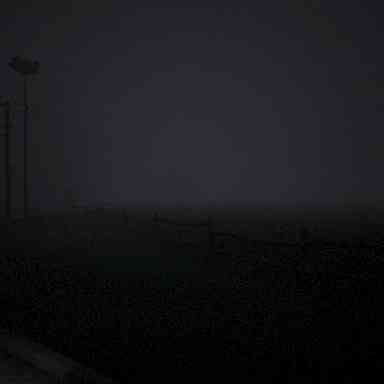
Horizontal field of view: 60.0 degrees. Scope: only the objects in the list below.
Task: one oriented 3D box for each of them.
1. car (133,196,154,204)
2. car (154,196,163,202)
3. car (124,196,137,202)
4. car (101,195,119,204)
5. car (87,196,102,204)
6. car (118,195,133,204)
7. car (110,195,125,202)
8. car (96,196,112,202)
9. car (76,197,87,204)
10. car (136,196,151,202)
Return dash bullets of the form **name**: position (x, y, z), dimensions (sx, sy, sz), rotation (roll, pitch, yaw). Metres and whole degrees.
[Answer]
- **car**: position (-10.329, 1.748, 71.647), dimensions (1.882, 1.535, 5.008), rotation (0, 0, 10)
- **car**: position (-8.478, 1.742, 81.932), dimensions (1.895, 1.301, 4.718), rotation (0, 0, 10)
- **car**: position (-15.372, 1.737, 83.142), dimensions (1.994, 1.385, 4.181), rotation (0, 0, 10)
- **car**: position (-17.217, 1.858, 72.887), dimensions (2.033, 1.411, 5.357), rotation (0, 0, 10)
- **car**: position (-20.662, 1.804, 73.507), dimensions (1.882, 1.535, 5.008), rotation (0, 0, 10)
- **car**: position (-13.681, 1.648, 72.785), dimensions (2.097, 1.767, 4.553), rotation (0, 0, 10)
- **car**: position (-18.823, 1.558, 83.733), dimensions (2.097, 1.767, 4.553), rotation (0, 0, 10)
- **car**: position (-22.262, 1.761, 84.382), dimensions (2.033, 1.411, 5.357), rotation (0, 0, 10)
- **car**: position (-24.107, 1.845, 74.127), dimensions (1.837, 1.490, 4.892), rotation (0, 0, 10)
- **car**: position (-11.928, 1.706, 82.522), dimensions (2.033, 1.411, 5.357), rotation (0, 0, 10)
